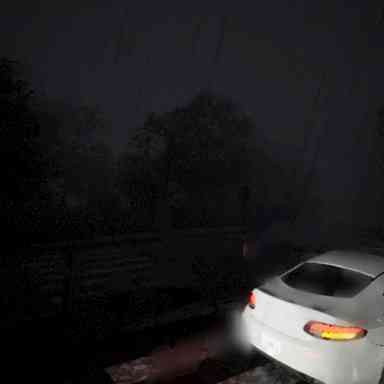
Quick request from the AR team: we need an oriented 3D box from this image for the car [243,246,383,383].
[{"bbox_3d":[2.895,1.561,4.907,4.674,1.442,1.812,0,-1,-30],"label":"car"}]
